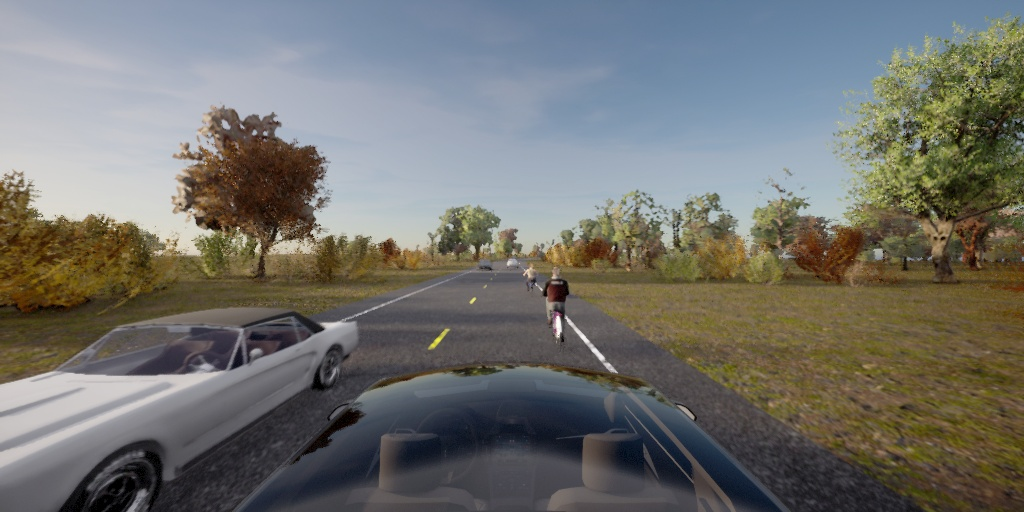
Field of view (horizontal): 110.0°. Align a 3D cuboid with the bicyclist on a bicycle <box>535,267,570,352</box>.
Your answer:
[{"bbox_3d":[0.964,1.122,8.020,0.659,1.776,1.843,0,0,0],"label":"bicyclist on a bicycle"}]

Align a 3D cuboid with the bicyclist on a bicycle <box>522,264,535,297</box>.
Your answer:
[{"bbox_3d":[0.939,1.187,17.734,0.866,1.612,1.509,0,0,0],"label":"bicyclist on a bicycle"}]

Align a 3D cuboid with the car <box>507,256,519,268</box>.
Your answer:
[{"bbox_3d":[0.107,1.235,60.094,1.812,1.442,4.674,0,0,0],"label":"car"}]

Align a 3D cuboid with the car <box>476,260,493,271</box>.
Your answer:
[{"bbox_3d":[-3.591,1.234,47.906,1.837,1.490,4.892,0,0,0],"label":"car"}]

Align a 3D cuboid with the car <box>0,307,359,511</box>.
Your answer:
[{"bbox_3d":[-3.602,1.351,4.013,1.895,1.301,4.718,0,0,0],"label":"car"}]
